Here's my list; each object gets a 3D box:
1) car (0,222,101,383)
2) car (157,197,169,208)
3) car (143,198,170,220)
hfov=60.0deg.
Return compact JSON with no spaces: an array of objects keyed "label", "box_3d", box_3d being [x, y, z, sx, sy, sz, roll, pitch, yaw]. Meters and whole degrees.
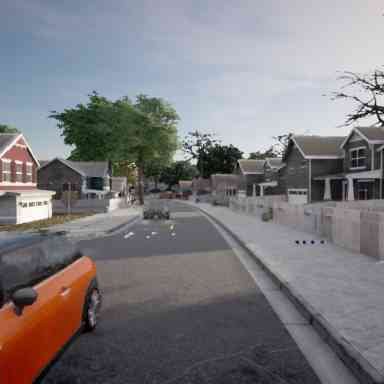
[{"label":"car","box_3d":[-2.620,1.349,3.737,2.097,1.767,4.553,0,0,1]},{"label":"car","box_3d":[-4.600,1.619,52.506,1.812,1.442,4.674,0,0,-5]},{"label":"car","box_3d":[-2.908,1.373,28.220,2.097,1.767,4.553,0,0,-2]}]
